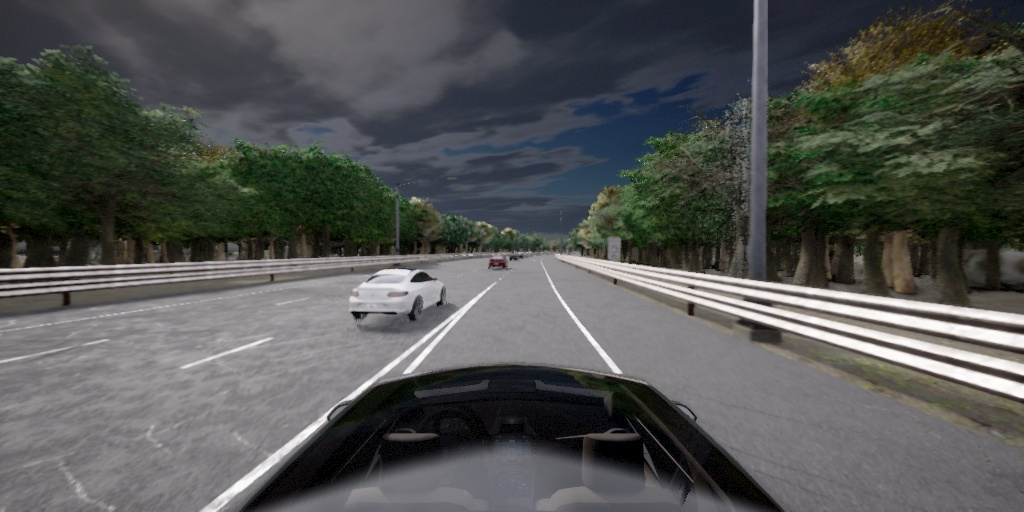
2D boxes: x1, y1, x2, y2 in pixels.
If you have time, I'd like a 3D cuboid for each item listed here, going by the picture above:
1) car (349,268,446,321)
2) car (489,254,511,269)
[{"bbox_3d":[-3.513,1.115,11.651,1.812,1.442,4.674,0,1,4],"label":"car"},{"bbox_3d":[-1.550,0.629,41.550,1.882,1.535,5.008,0,1,4],"label":"car"}]
